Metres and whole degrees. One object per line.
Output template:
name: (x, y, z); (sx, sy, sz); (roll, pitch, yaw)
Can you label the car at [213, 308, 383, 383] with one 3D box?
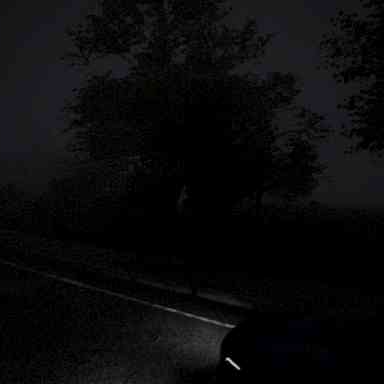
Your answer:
car: (2.372, 1.529, 2.363); (4.674, 1.442, 1.812); (0, 0, 36)
